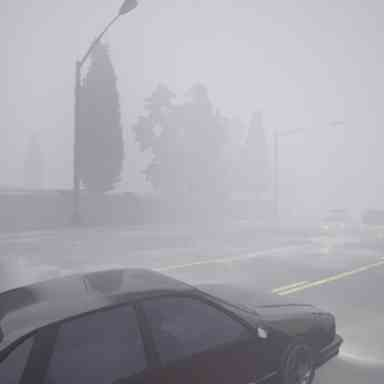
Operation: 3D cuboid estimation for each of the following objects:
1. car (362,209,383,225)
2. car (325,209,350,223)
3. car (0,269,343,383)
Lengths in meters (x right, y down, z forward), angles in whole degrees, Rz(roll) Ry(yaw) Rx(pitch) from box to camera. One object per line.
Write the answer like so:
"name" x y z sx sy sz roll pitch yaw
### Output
"car" 18.718 2.500 34.187 1.882 1.535 5.008 0 -2 33
"car" 15.708 2.535 35.954 1.812 1.442 4.674 0 -2 33
"car" -0.686 1.568 3.360 5.357 1.411 2.033 1 0 -37
